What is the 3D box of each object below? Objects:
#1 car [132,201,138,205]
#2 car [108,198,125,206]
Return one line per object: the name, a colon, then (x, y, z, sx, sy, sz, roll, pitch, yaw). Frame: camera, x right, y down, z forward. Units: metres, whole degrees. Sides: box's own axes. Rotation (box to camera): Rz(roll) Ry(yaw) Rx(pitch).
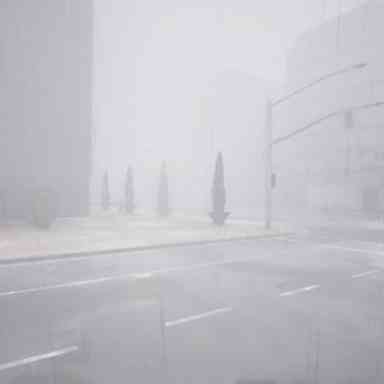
car: (-11.844, 1.824, 61.208, 2.033, 1.411, 5.357, 1, 0, -35)
car: (-14.223, 1.731, 58.488, 2.128, 1.511, 4.902, 1, -1, -35)
